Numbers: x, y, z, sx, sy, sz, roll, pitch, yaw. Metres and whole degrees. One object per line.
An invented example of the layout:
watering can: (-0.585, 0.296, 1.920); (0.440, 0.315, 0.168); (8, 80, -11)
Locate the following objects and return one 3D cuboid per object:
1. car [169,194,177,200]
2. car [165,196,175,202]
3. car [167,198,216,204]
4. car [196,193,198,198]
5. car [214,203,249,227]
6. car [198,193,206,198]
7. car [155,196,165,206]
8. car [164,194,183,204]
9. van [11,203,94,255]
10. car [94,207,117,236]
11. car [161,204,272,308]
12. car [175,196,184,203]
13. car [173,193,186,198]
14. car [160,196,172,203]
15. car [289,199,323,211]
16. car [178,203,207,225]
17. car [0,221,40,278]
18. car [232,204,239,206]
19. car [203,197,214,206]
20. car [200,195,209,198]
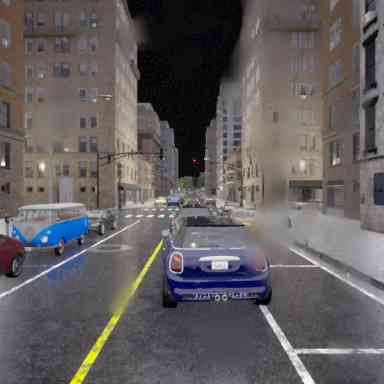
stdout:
car: (-5.194, 1.429, 90.404); (1.967, 1.590, 4.097); (0, 0, 0)
car: (-5.218, 1.543, 79.042); (2.008, 1.369, 4.403); (0, 0, 0)
car: (0.110, 1.351, 15.425); (2.097, 1.767, 4.553); (0, 0, 0)
car: (2.819, 1.306, 84.710); (2.192, 1.841, 5.009); (0, 0, 0)
car: (2.689, 1.550, 23.744); (2.008, 1.369, 4.403); (0, 0, 0)
car: (2.794, 1.434, 73.346); (1.967, 1.590, 4.097); (0, 0, 0)
car: (-5.268, 1.523, 56.147); (1.752, 1.417, 4.829); (0, 0, 0)
car: (-2.734, 1.476, 50.495); (1.882, 1.535, 5.008); (0, 0, 0)
van: (-5.365, 1.340, 12.948); (1.690, 1.788, 3.998); (0, 0, 0)
car: (-5.352, 1.550, 18.354); (2.008, 1.369, 4.403); (0, 0, 0)
car: (0.321, 1.352, 8.158); (2.097, 1.767, 4.553); (0, 0, -5)
car: (-2.599, 1.519, 70.589); (1.812, 1.442, 4.674); (0, 0, 0)
car: (-2.692, 1.218, 60.483); (2.150, 2.045, 5.566); (0, 0, 1)
car: (-5.243, 1.561, 67.679); (1.947, 1.339, 4.313); (0, 0, 0)
car: (13.673, 1.515, 38.359); (4.718, 1.301, 1.895); (0, 0, 0)
car: (0.071, 1.563, 25.086); (1.994, 1.385, 4.181); (0, 0, 0)
car: (-5.378, 1.581, 7.541); (1.802, 1.307, 4.206); (0, 0, 0)
car: (2.683, 1.525, 18.507); (1.752, 1.417, 4.829); (0, 0, 0)
car: (2.758, 1.580, 56.301); (1.802, 1.307, 4.206); (0, 0, 0)
car: (2.745, 1.549, 50.620); (2.008, 1.369, 4.403); (0, 0, 0)
